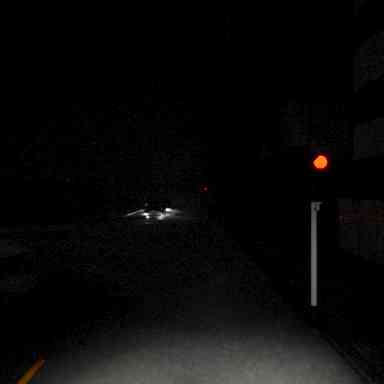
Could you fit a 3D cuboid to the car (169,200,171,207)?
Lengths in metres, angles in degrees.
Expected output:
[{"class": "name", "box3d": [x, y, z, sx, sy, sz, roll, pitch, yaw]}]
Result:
[{"class": "car", "box3d": [-4.090, 1.601, 47.695, 1.895, 1.301, 4.718, 0, 0, 0]}]

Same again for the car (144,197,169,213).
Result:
[{"class": "car", "box3d": [-4.107, 1.352, 37.633, 2.097, 1.767, 4.553, 0, 0, 0]}]
